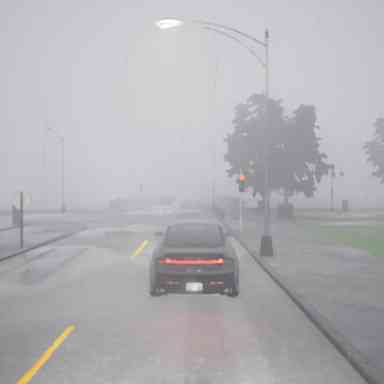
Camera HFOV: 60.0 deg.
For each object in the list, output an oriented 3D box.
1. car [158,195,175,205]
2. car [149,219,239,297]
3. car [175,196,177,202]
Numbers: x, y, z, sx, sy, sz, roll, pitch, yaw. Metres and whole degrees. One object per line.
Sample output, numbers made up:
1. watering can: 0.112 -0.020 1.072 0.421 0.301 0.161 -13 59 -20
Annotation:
1. car: -4.081 1.334 50.596 1.895 1.301 4.718 0 0 0
2. car: 0.061 1.460 8.452 1.837 1.490 4.892 0 0 0
3. car: -4.009 1.210 66.934 1.994 1.385 4.181 0 0 0
